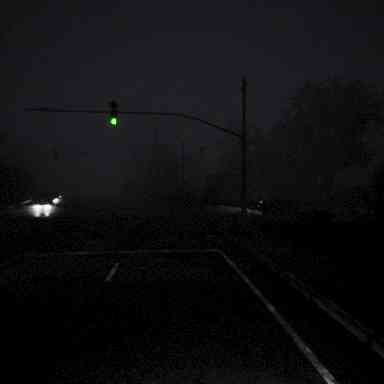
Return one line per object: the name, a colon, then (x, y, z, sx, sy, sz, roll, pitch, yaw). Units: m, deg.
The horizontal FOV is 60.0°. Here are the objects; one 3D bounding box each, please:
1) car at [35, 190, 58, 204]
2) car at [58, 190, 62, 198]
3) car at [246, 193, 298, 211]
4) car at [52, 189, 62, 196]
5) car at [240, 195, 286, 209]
car: (-18.783, 0.730, 42.396, 2.128, 1.511, 4.902, 0, 2, -17)
car: (-24.146, 0.393, 57.822, 2.128, 1.511, 4.902, 0, 1, -19)
car: (8.134, 0.949, 33.082, 4.553, 1.767, 2.097, 1, 1, -16)
car: (-29.370, 0.155, 72.438, 1.994, 1.385, 4.181, 0, 1, -20)
car: (7.793, 1.057, 36.639, 4.674, 1.442, 1.812, 1, 1, -17)
